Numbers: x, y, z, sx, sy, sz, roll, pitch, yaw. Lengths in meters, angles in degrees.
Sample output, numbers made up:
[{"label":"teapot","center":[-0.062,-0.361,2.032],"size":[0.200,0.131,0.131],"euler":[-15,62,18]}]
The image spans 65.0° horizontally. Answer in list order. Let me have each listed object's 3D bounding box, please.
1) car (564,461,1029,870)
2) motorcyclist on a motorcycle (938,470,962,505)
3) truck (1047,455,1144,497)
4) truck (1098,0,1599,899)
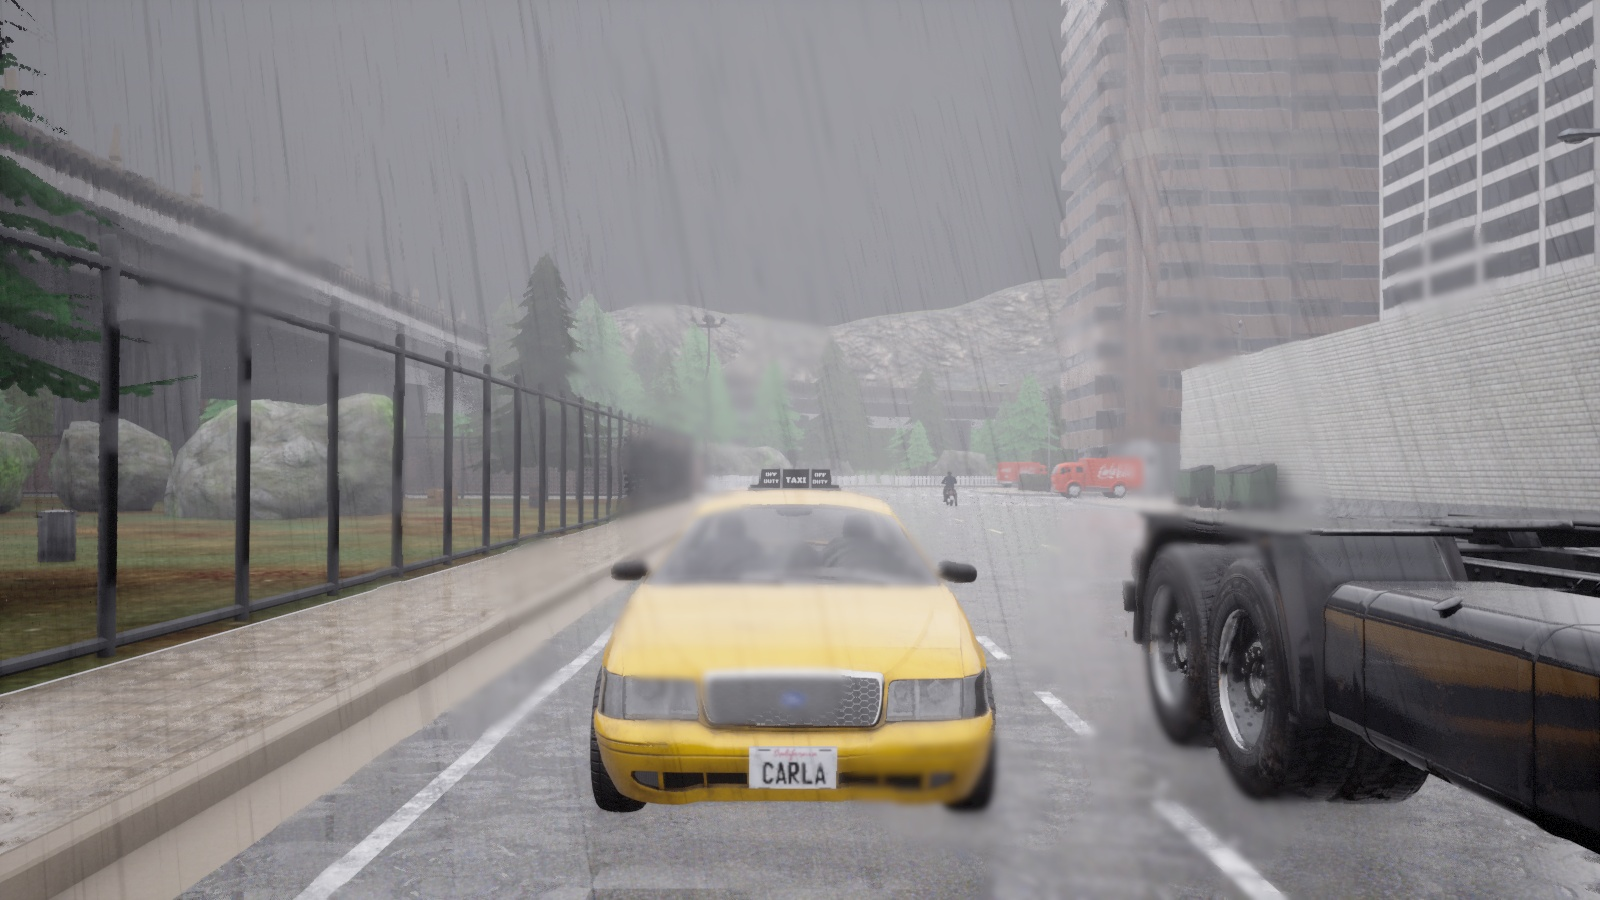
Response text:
[{"label":"car","center":[-0.022,0.880,7.560],"size":[1.801,1.575,5.366],"euler":[0,-1,0]},{"label":"motorcyclist on a motorcycle","center":[6.835,1.700,57.291],"size":[0.866,1.590,1.817],"euler":[0,-1,0]},{"label":"truck","center":[17.725,1.576,75.574],"size":[5.204,2.467,2.627],"euler":[0,-1,0]},{"label":"truck","center":[3.483,-0.105,4.529],"size":[2.891,3.462,7.936],"euler":[0,-1,0]}]
